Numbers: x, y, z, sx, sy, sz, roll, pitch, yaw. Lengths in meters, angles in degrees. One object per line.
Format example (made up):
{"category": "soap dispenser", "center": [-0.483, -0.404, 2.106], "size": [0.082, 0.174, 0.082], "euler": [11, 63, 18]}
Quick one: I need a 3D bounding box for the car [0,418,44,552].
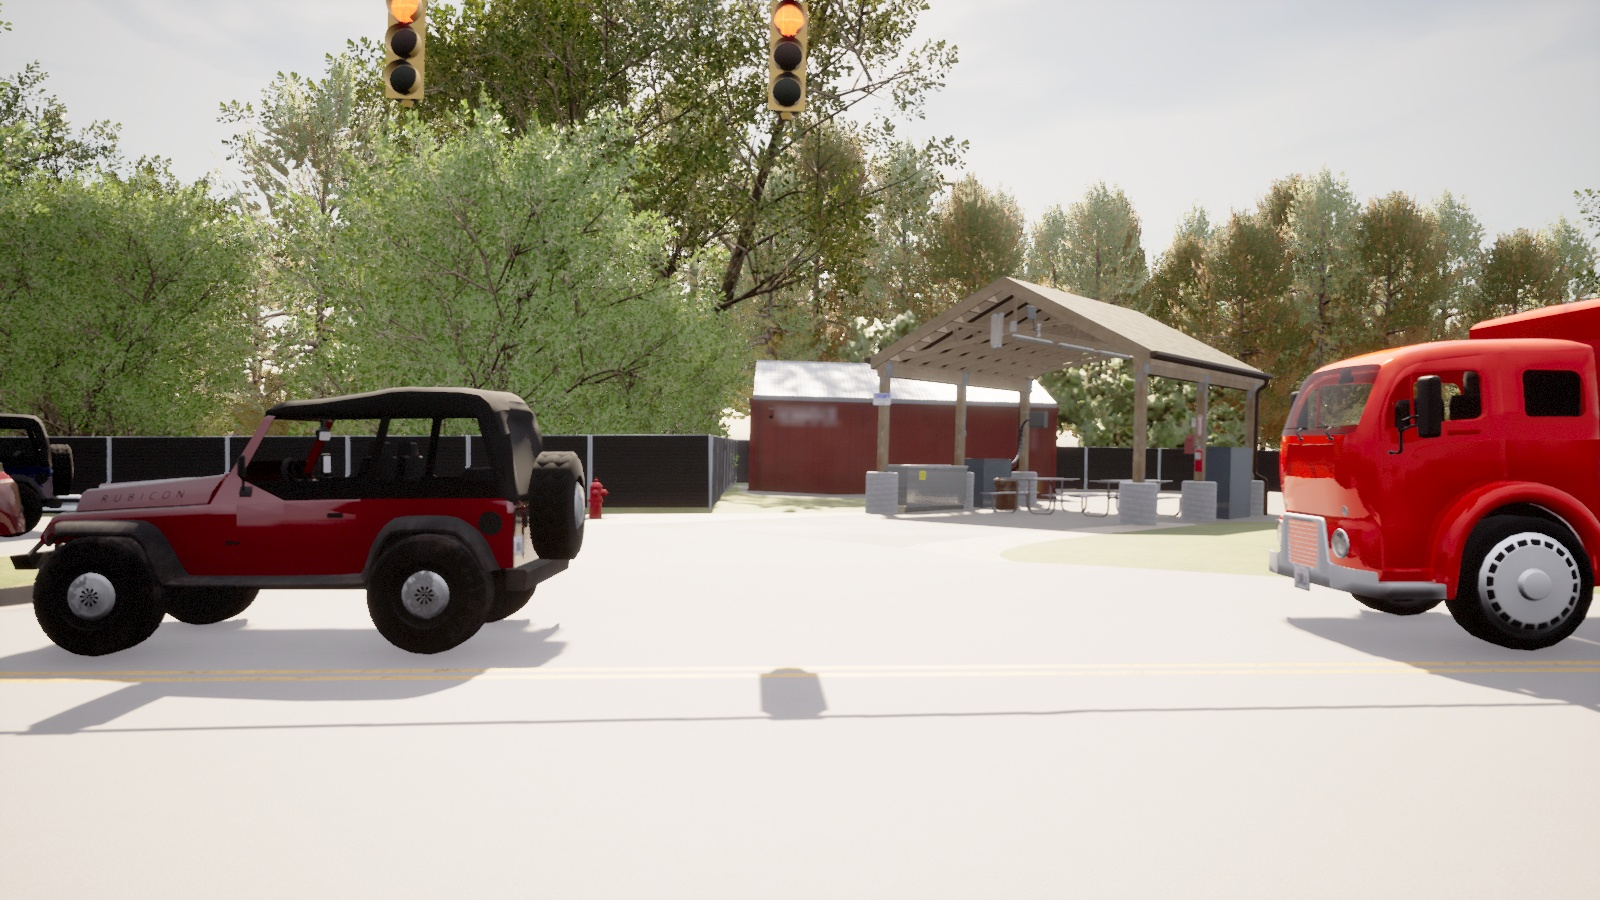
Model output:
{"category": "car", "center": [-12.020, 0.397, 14.675], "size": [2.152, 1.651, 5.027], "euler": [2, 1, 41]}

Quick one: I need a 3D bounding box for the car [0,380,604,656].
{"category": "car", "center": [-3.578, 0.470, 9.584], "size": [3.866, 1.878, 1.905], "euler": [0, 0, 0]}

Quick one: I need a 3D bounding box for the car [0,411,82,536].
{"category": "car", "center": [-13.278, 0.332, 19.137], "size": [3.866, 1.878, 1.905], "euler": [0, 1, -36]}

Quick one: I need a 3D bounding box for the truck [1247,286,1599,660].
{"category": "truck", "center": [6.484, 0.141, 9.582], "size": [5.204, 2.467, 2.627], "euler": [0, 0, 1]}
